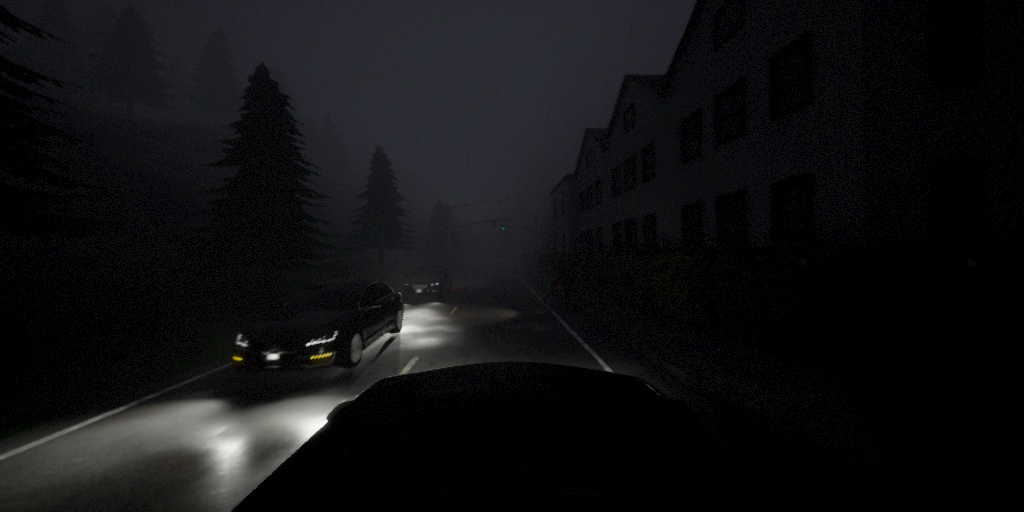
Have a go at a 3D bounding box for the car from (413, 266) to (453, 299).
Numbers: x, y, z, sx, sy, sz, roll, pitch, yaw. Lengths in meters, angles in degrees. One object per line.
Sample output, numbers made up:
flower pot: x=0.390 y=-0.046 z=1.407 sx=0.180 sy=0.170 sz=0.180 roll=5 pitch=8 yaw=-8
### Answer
car: x=-4.172 y=1.262 z=18.245 sx=2.128 sy=1.511 sz=4.902 roll=-1 pitch=0 yaw=-2

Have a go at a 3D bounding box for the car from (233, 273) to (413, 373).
car: x=-3.790 y=1.299 z=7.969 sx=1.837 sy=1.490 sz=4.892 roll=-1 pitch=0 yaw=-2

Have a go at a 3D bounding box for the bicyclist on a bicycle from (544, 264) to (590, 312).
bicyclist on a bicycle: x=1.819 y=1.057 z=12.373 sx=1.656 sy=1.620 sz=0.582 roll=-10 pitch=1 yaw=-2
